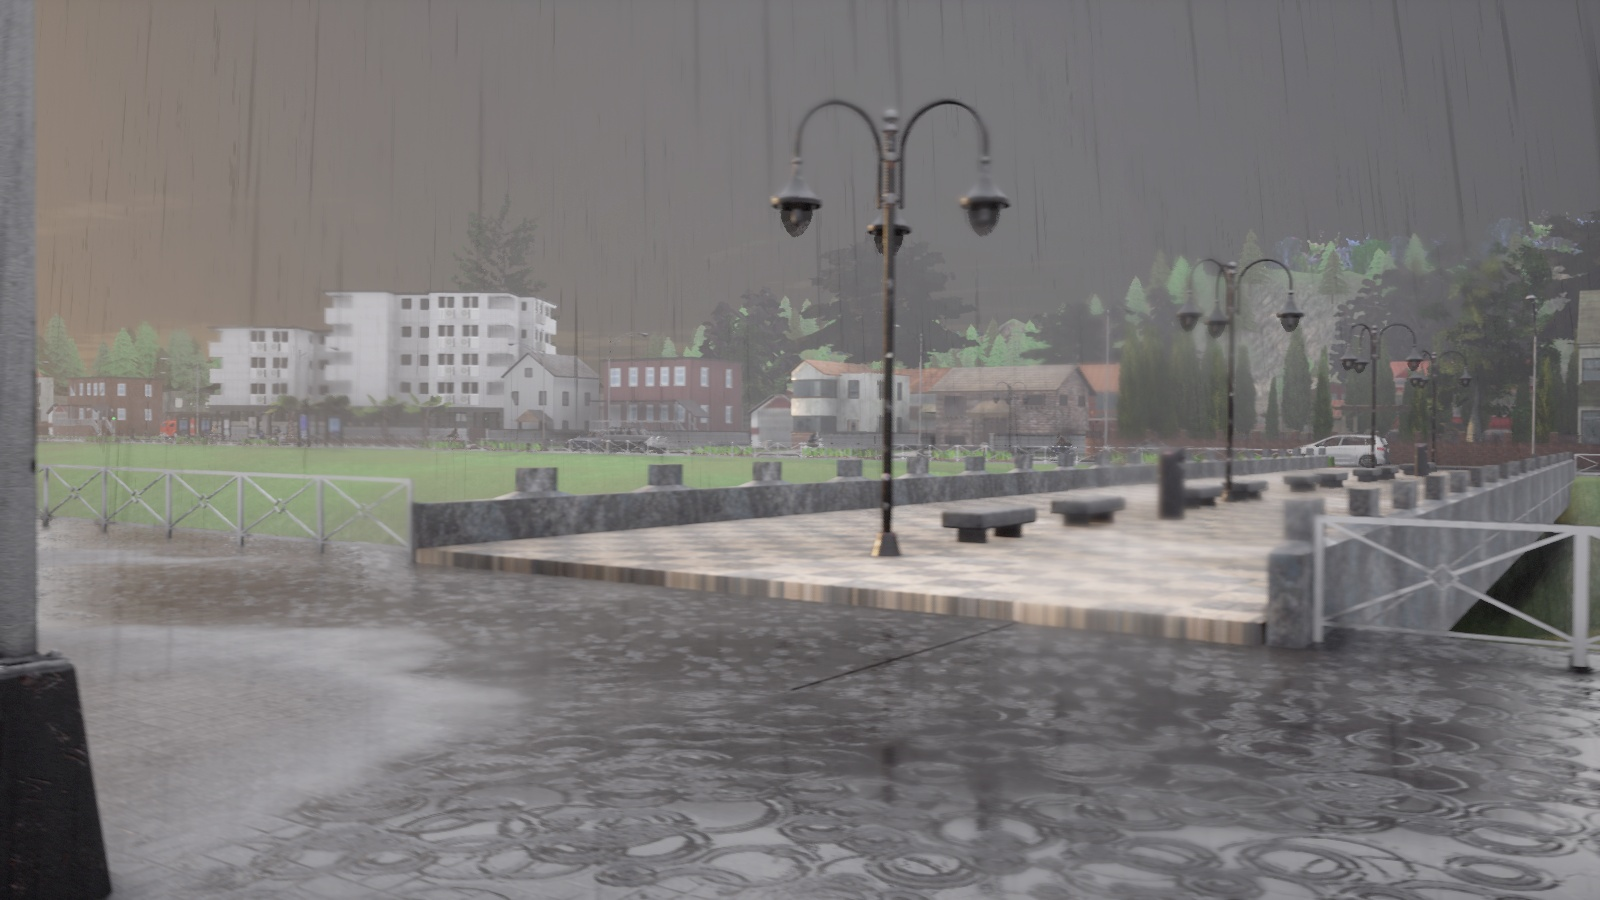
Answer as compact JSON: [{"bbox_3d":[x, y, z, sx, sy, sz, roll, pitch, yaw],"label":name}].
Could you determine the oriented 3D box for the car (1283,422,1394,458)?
[{"bbox_3d":[26.126,-0.492,60.907,4.611,1.667,2.242,0,1,34],"label":"car"}]

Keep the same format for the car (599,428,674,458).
[{"bbox_3d":[-10.474,-0.455,80.431,4.605,1.855,1.932,0,1,34],"label":"car"}]

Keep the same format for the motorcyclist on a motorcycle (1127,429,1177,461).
[{"bbox_3d":[17.356,-0.236,61.937,2.191,1.530,0.866,0,1,34],"label":"motorcyclist on a motorcycle"}]

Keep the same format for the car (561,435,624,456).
[{"bbox_3d":[-14.541,-0.323,87.941,4.193,1.474,1.816,0,1,34],"label":"car"}]
